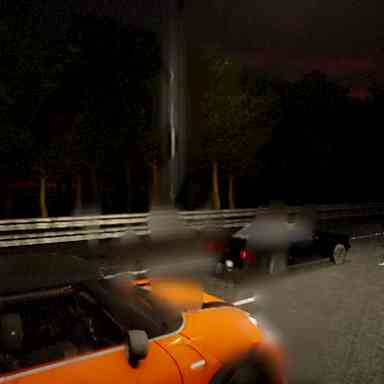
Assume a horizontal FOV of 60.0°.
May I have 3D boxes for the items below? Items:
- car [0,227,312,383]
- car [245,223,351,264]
[{"bbox_3d":[-1.298,1.351,2.828,4.553,1.767,2.097,0,0,-35],"label":"car"},{"bbox_3d":[2.779,1.586,10.055,4.718,1.301,1.895,0,0,-36],"label":"car"}]
